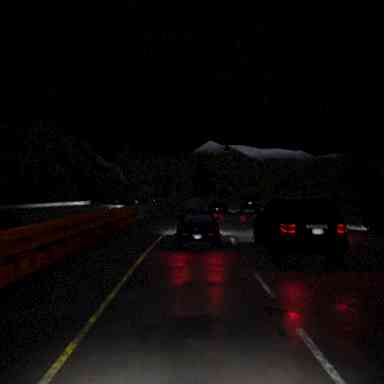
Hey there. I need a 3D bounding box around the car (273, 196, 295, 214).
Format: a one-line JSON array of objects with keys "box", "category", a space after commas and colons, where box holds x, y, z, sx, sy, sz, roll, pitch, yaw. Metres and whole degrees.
[{"box": [10.202, 1.396, 37.141, 2.097, 1.767, 4.553, 0, 0, 12], "category": "car"}]

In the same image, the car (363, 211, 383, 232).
[{"box": [10.921, 1.568, 17.325, 2.033, 1.411, 5.357, 0, 0, 4], "category": "car"}]

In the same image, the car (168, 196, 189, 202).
[{"box": [-1.958, 1.560, 59.136, 2.128, 1.511, 4.902, 0, 0, 19], "category": "car"}]

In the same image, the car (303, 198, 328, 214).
[{"box": [13.845, 1.522, 37.493, 1.882, 1.535, 5.008, 0, 0, 12], "category": "car"}]

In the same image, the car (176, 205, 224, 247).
[{"box": [0.313, 1.544, 15.140, 1.812, 1.442, 4.674, 0, 0, 2], "category": "car"}]

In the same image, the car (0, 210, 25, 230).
[{"box": [-10.286, 1.583, 16.615, 1.994, 1.385, 4.181, 0, 0, 3], "category": "car"}]

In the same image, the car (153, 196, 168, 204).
[{"box": [-5.304, 1.423, 60.179, 2.097, 1.767, 4.553, 0, 0, 19], "category": "car"}]

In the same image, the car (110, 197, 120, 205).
[{"box": [-12.801, 1.575, 59.850, 1.837, 1.490, 4.892, 0, 0, 18], "category": "car"}]

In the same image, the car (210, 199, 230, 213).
[{"box": [3.123, 1.549, 37.496, 1.837, 1.490, 4.892, 0, 0, 11], "category": "car"}]

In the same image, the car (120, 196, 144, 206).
[{"box": [-9.935, 1.572, 57.317, 1.837, 1.490, 4.892, 0, 0, 18], "category": "car"}]

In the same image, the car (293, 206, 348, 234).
[{"box": [7.664, 1.625, 20.371, 1.895, 1.301, 4.718, 0, 0, 5], "category": "car"}]

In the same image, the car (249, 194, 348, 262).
[{"box": [3.696, 1.236, 12.288, 2.150, 2.045, 5.566, 0, 0, 1], "category": "car"}]

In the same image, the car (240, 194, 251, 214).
[{"box": [6.454, 1.265, 36.524, 2.150, 2.045, 5.566, 0, 0, 11], "category": "car"}]
